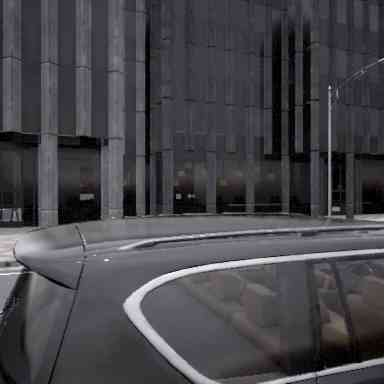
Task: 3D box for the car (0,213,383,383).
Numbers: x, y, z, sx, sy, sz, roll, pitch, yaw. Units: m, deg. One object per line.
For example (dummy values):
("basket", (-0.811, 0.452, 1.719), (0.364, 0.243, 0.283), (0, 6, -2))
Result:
("car", (1.303, 1.219, 2.799), (5.566, 2.045, 2.150), (0, 0, -22))
